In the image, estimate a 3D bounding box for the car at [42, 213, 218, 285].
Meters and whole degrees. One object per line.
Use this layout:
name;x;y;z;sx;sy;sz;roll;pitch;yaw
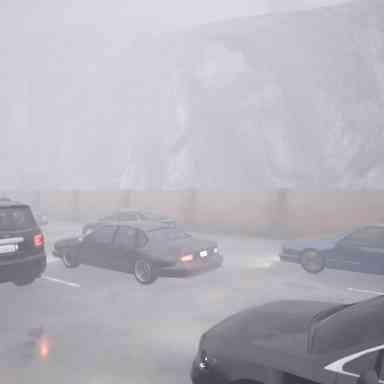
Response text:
car;-1.762;1.547;9.530;5.357;1.411;2.033;0;0;35

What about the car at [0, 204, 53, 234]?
car;-11.011;1.546;20.402;5.357;1.411;2.033;0;0;35

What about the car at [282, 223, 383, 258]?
car;5.160;1.547;8.916;5.357;1.411;2.033;0;0;35

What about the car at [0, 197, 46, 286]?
car;-5.865;1.221;8.155;5.566;2.045;2.150;0;0;35

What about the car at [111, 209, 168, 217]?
car;-2.785;1.504;14.555;4.892;1.490;1.837;0;0;35

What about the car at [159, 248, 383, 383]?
car;2.247;1.505;2.445;4.892;1.490;1.837;0;0;35
